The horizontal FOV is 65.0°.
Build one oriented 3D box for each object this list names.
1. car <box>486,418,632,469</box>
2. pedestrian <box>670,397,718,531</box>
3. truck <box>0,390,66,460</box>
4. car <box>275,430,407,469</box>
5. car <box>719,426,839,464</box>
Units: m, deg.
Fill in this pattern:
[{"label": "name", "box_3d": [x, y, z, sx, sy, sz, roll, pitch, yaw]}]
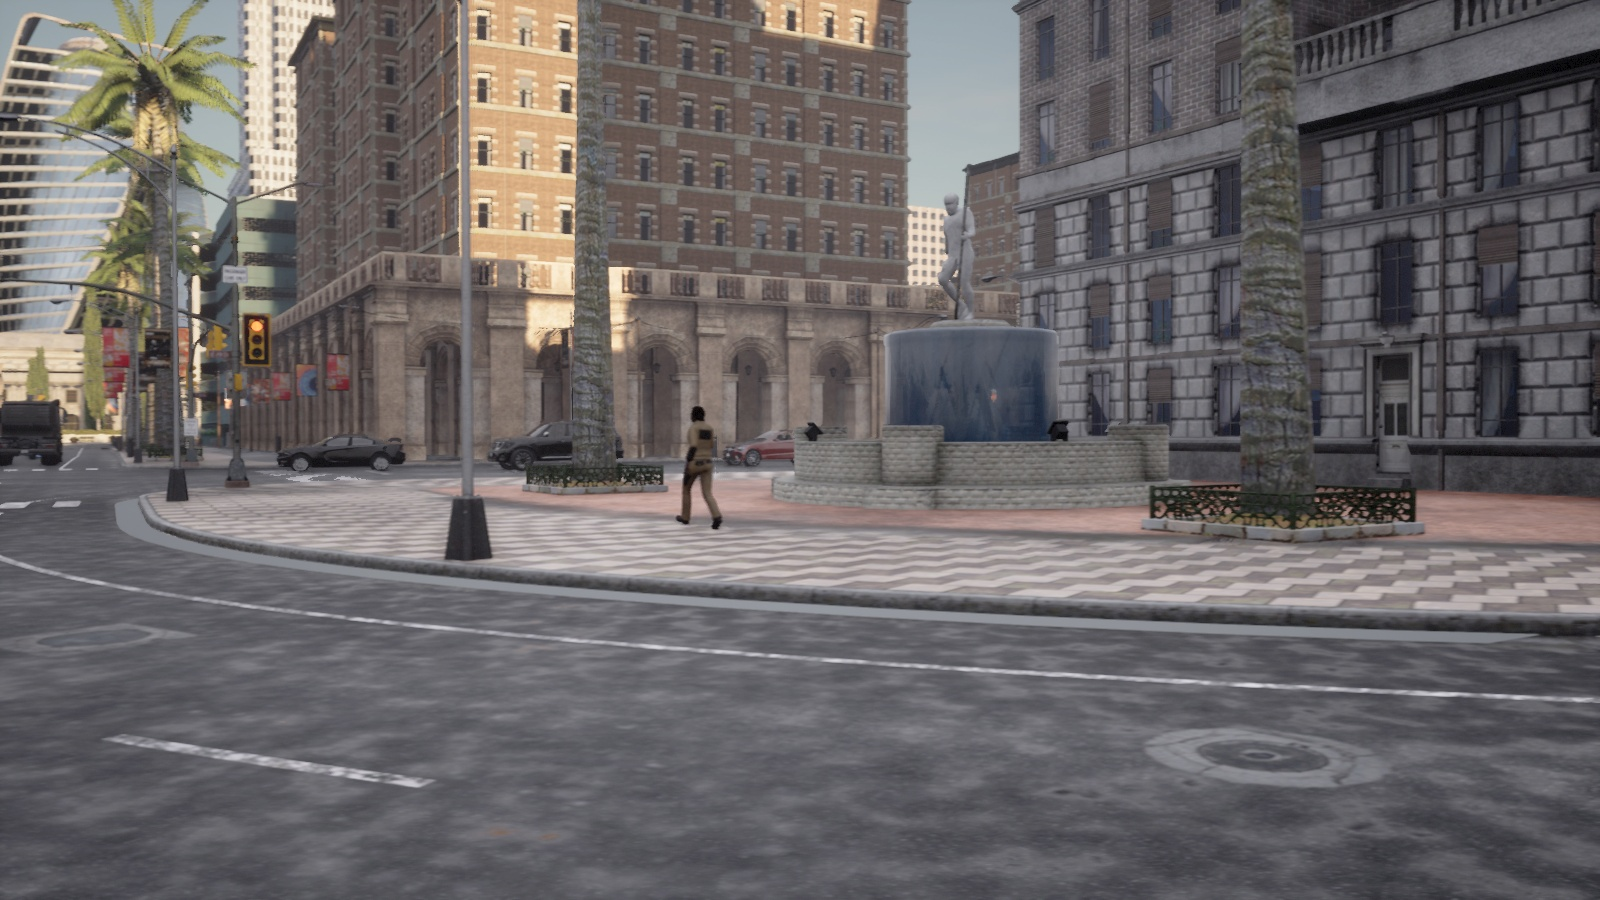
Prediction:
[{"label": "car", "box_3d": [-9.999, -0.275, 52.157, 5.566, 2.045, 2.150, 0, 1, -29]}, {"label": "pedestrian", "box_3d": [-1.564, 0.200, 18.507, 0.396, 1.930, 0.692, 0, 1, -37]}, {"label": "truck", "box_3d": [-40.629, -1.309, 66.430, 2.891, 3.462, 7.936, 0, 1, -29]}, {"label": "car", "box_3d": [-18.856, -0.044, 51.678, 5.008, 1.535, 1.882, 0, 1, -21]}, {"label": "car", "box_3d": [-0.952, -0.256, 57.144, 5.027, 1.651, 2.152, 0, 1, -28]}]
